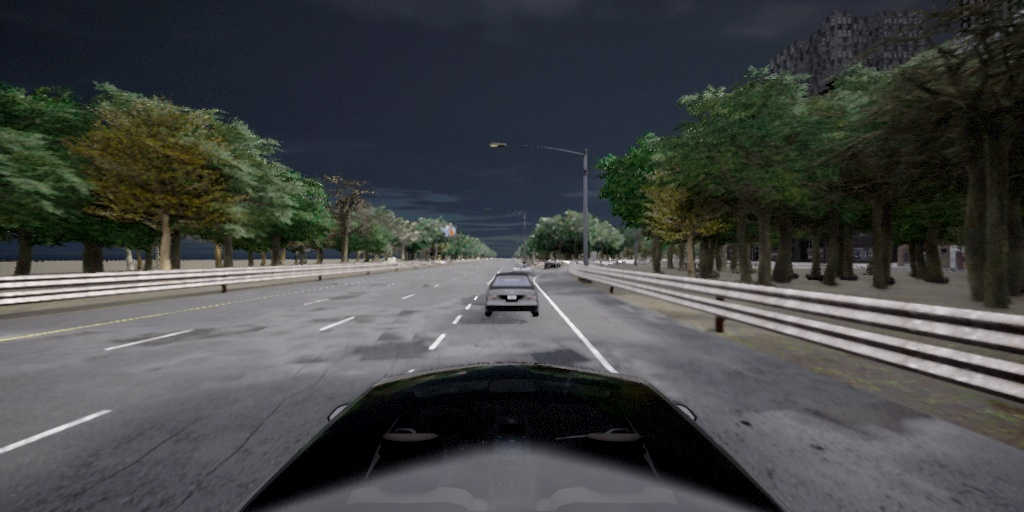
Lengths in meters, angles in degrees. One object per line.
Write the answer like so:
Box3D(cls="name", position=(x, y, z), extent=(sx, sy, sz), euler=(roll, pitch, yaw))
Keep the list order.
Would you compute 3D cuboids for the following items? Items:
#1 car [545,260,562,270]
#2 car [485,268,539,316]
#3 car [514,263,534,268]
Box3D(cls="car", position=(6.825, 1.433, 58.655), extent=(1.882, 1.535, 5.008), euler=(-1, 0, 23))
Box3D(cls="car", position=(-0.005, 1.341, 13.613), extent=(2.033, 1.411, 5.357), euler=(0, 0, 0))
Box3D(cls="car", position=(1.395, 1.492, 40.581), extent=(1.895, 1.301, 4.718), euler=(0, 0, 11))
